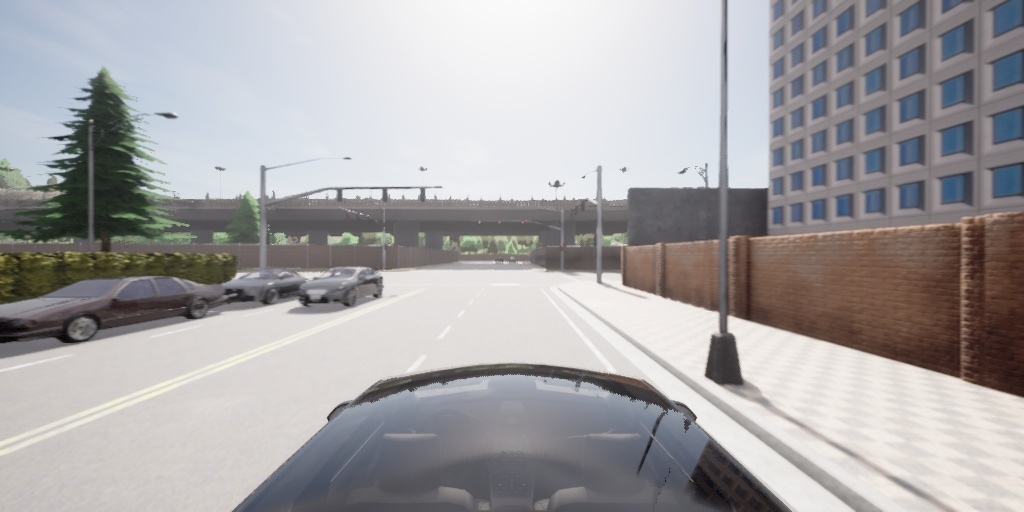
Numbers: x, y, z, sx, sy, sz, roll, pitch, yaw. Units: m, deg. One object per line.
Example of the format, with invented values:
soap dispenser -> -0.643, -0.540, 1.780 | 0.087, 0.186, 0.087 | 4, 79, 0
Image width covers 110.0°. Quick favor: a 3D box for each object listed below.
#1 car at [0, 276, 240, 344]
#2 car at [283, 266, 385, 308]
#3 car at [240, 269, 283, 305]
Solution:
car -> -10.557, 1.257, 9.758 | 2.033, 1.411, 5.357 | 0, 0, 1
car -> -6.988, 1.207, 15.213 | 2.128, 1.511, 4.902 | 0, 0, 0
car -> -10.485, 1.278, 15.471 | 1.994, 1.385, 4.181 | 0, 0, 0
